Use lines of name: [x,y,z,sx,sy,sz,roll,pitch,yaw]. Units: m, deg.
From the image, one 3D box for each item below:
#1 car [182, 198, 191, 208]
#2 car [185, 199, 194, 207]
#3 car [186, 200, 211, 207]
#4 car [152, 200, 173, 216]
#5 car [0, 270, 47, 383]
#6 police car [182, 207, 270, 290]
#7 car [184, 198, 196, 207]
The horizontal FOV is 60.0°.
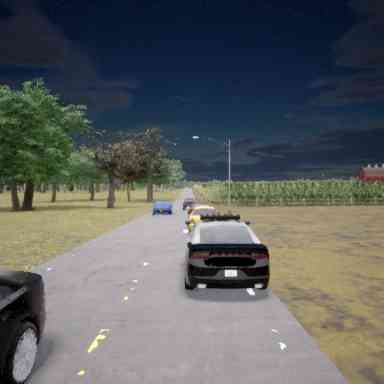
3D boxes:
car: [-0.313,1.717,46.193,1.837,1.490,4.892,0,-1,0]
car: [0.650,1.534,25.155,1.882,1.535,5.008,0,0,0]
car: [0.691,1.486,19.341,1.801,1.575,5.366,0,0,0]
car: [-2.991,1.593,34.616,1.882,1.535,5.008,0,-1,0]
car: [-2.863,1.476,2.428,1.882,1.535,5.008,0,0,0]
police car: [0.762,1.429,9.259,1.930,1.638,5.238,0,0,0]
car: [-0.421,1.871,60.017,2.033,1.411,5.357,0,0,0]
